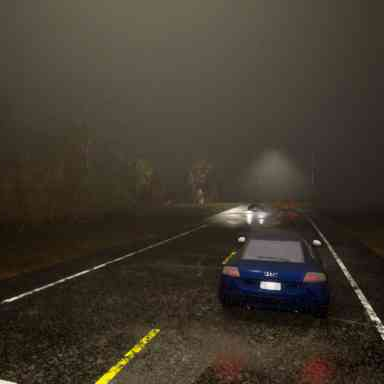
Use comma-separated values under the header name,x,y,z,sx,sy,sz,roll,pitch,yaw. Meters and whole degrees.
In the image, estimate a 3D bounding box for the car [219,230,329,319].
name,x,y,z,sx,sy,sz,roll,pitch,yaw
car,1.938,1.563,7.569,1.994,1.385,4.181,0,0,17

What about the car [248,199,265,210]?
name,x,y,z,sx,sy,sz,roll,pitch,yaw
car,8.210,1.616,42.349,1.895,1.301,4.718,0,0,14

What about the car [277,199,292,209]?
name,x,y,z,sx,sy,sz,roll,pitch,yaw
car,13.075,1.628,47.363,1.895,1.301,4.718,0,0,13

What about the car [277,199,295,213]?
name,x,y,z,sx,sy,sz,roll,pitch,yaw
car,10.630,1.486,37.604,1.882,1.535,5.008,0,0,15
